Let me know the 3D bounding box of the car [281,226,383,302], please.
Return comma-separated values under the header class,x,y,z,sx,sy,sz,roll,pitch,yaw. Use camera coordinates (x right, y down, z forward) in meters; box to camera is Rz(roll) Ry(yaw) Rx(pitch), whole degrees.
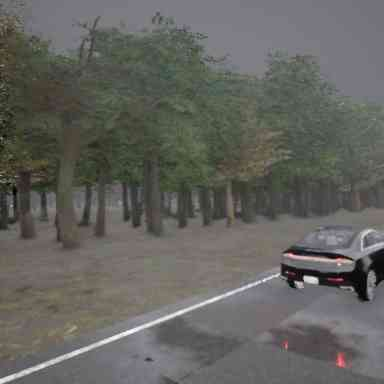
class,x,y,z,sx,sy,sz,roll,pitch,yaw
car,4.088,1.640,8.772,2.128,1.511,4.902,-2,-2,41
